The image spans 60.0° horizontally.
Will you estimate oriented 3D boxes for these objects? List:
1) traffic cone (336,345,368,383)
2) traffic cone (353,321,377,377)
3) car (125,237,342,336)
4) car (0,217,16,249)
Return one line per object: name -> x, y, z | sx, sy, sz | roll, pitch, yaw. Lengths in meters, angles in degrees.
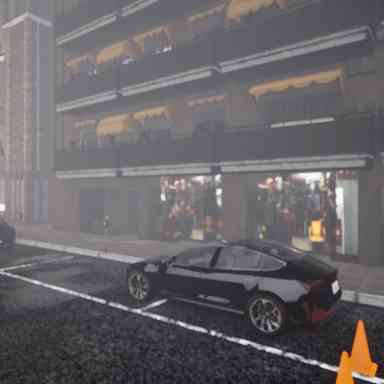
traffic cone -> 1.586, 1.955, 3.447 | 0.340, 0.580, 0.340 | 0, 0, 35
traffic cone -> 2.162, 1.955, 4.264 | 0.340, 0.580, 0.340 | 0, 0, 35
car -> 0.606, 1.562, 6.545 | 4.313, 1.339, 1.947 | 0, 0, 35
car -> -8.624, 1.533, 13.058 | 4.403, 1.369, 2.008 | 0, 0, 35
